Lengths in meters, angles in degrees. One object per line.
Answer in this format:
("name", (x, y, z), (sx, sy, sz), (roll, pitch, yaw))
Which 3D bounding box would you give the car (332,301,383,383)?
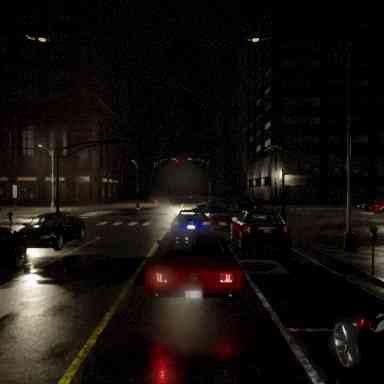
("car", (2.753, 1.566, 2.708), (1.947, 1.339, 4.313), (0, 0, 0))

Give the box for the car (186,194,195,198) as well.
("car", (-0.329, 1.406, 82.255), (2.097, 1.767, 4.553), (0, 0, 0))

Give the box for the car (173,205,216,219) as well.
("car", (-0.047, 1.564, 17.108), (1.994, 1.385, 4.181), (0, 0, 0))

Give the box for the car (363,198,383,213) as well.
("car", (21.165, 1.505, 35.657), (4.181, 1.385, 1.994), (0, 0, 0))

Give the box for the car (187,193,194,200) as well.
("car", (-0.399, 1.285, 92.263), (2.097, 1.767, 4.553), (0, 0, 0))

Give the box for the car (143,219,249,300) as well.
("car", (0.040, 1.601, 8.352), (1.895, 1.301, 4.718), (0, 0, 0))

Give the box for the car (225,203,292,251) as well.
("car", (2.720, 1.440, 13.980), (1.967, 1.590, 4.097), (0, 0, 0))

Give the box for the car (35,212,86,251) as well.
("car", (-5.805, 1.551, 13.954), (2.008, 1.369, 4.403), (0, 0, 0))

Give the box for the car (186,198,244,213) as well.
("car", (2.258, 1.549, 33.529), (5.357, 1.411, 2.033), (0, 0, -31))

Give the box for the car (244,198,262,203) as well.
("car", (5.788, 1.470, 38.829), (4.892, 1.490, 1.837), (0, 0, 0))

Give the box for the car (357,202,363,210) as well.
("car", (21.879, 1.428, 38.910), (4.892, 1.490, 1.837), (0, 0, 0))

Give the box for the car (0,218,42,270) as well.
("car", (-5.788, 1.566, 8.317), (1.947, 1.339, 4.313), (0, 0, 0))
